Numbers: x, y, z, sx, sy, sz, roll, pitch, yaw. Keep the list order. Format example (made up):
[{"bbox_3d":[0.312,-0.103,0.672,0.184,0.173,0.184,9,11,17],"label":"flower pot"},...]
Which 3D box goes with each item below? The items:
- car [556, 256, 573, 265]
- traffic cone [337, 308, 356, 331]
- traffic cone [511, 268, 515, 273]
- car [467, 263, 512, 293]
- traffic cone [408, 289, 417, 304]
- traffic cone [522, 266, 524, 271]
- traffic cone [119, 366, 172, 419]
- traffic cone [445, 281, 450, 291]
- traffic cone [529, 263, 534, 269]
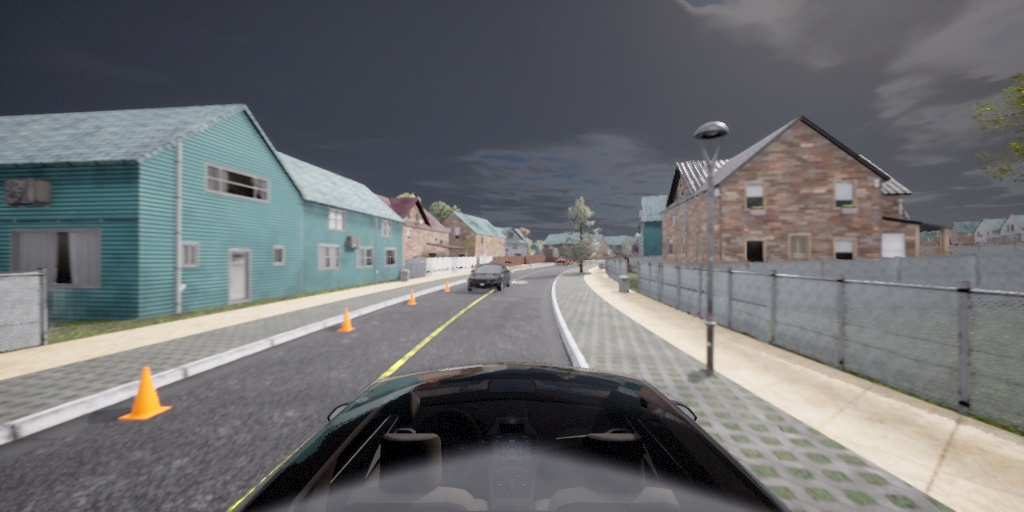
[{"bbox_3d":[9.223,0.761,63.318,2.097,1.767,4.553,0,1,23],"label":"car"},{"bbox_3d":[-4.427,1.682,9.598,0.340,0.580,0.340,0,0,3],"label":"traffic cone"},{"bbox_3d":[0.090,1.541,39.690,0.340,0.580,0.340,0,0,14],"label":"traffic cone"},{"bbox_3d":[-1.195,1.164,20.668,1.882,1.535,5.008,0,0,8],"label":"car"},{"bbox_3d":[-4.078,1.665,14.664,0.340,0.580,0.340,0,0,5],"label":"traffic cone"},{"bbox_3d":[1.403,1.508,44.597,0.340,0.580,0.340,0,0,16],"label":"traffic cone"},{"bbox_3d":[-4.613,1.692,4.522,0.340,0.580,0.340,0,0,1],"label":"traffic cone"},{"bbox_3d":[-3.566,1.643,19.718,0.340,0.580,0.340,0,0,7],"label":"traffic cone"},{"bbox_3d":[2.871,1.472,49.460,0.340,0.580,0.340,0,0,18],"label":"traffic cone"}]
